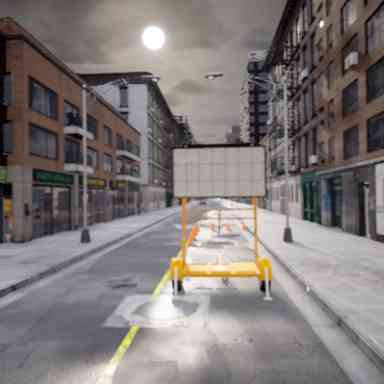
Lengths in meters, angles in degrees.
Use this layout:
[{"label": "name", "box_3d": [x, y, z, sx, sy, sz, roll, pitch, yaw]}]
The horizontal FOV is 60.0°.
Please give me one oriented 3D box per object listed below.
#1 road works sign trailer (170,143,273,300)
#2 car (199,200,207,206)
[{"label": "road works sign trailer", "box_3d": [0.708, 0.560, 8.635, 2.380, 3.560, 2.880, -1, -1, 4]}, {"label": "car", "box_3d": [2.622, 2.573, 79.986, 2.033, 1.411, 5.357, -1, -1, 4]}]
